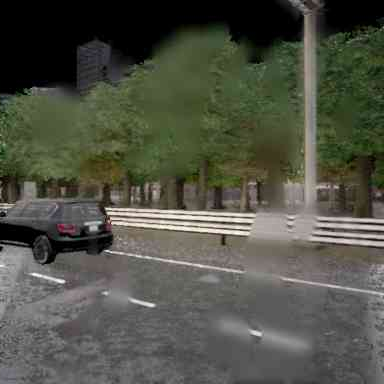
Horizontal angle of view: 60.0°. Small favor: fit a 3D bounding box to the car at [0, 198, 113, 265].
[{"bbox_3d":[-5.241,1.224,11.907,5.566,2.045,2.150,0,0,35],"label":"car"}]
